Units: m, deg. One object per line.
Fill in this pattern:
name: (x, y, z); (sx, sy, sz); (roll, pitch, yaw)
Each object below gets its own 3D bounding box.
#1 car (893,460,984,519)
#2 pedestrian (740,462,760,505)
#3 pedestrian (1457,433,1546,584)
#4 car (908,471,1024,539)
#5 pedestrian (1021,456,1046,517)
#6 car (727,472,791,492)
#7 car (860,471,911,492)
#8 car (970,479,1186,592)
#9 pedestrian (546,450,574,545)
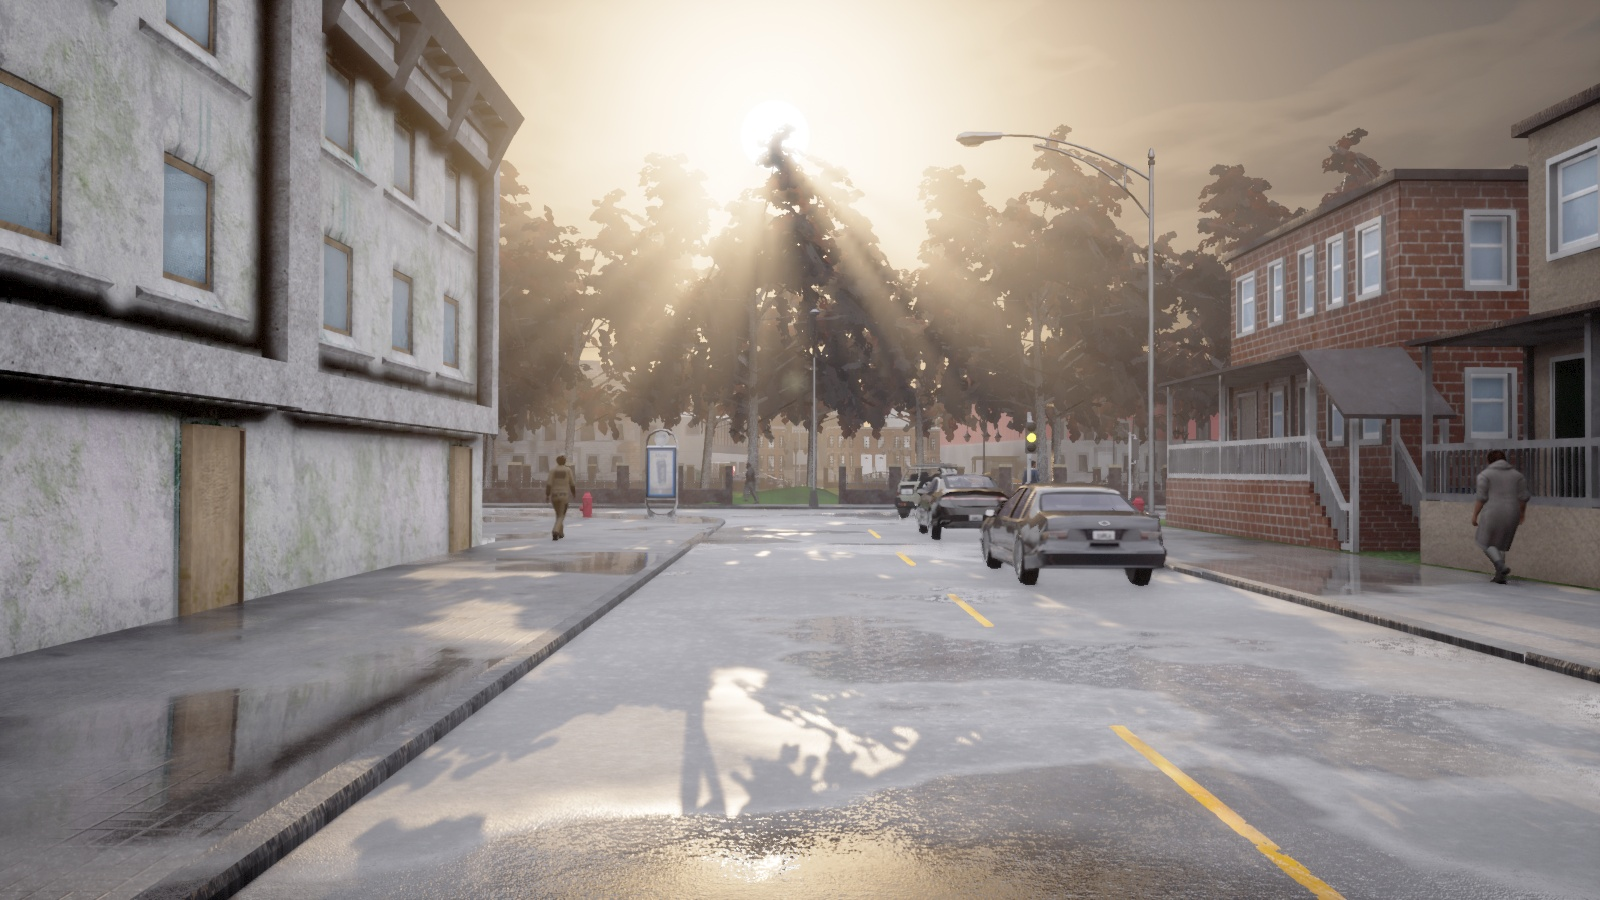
car: (4.786, 1.328, 42.769); (1.932, 1.855, 4.605); (-2, -2, 21)
pedestrian: (-2.164, 1.447, 54.594); (0.849, 1.883, 0.563); (0, -1, 0)
pedestrian: (9.315, 0.767, 16.702); (0.659, 1.952, 0.873); (0, -1, -1)
car: (3.911, 1.264, 30.392); (2.128, 1.511, 4.902); (0, -1, 0)
pedestrian: (7.525, 1.167, 40.454); (0.423, 1.949, 0.788); (-1, -1, 44)
car: (-3.044, 2.410, 94.516); (4.792, 1.488, 2.163); (0, -1, 0)
car: (6.412, 2.351, 94.551); (3.705, 1.549, 1.789); (0, -1, 0)
car: (3.945, 1.163, 18.882); (2.033, 1.411, 5.357); (0, -1, 0)
pedestrian: (-4.981, 0.981, 26.059); (0.396, 1.930, 0.692); (0, -1, 5)
